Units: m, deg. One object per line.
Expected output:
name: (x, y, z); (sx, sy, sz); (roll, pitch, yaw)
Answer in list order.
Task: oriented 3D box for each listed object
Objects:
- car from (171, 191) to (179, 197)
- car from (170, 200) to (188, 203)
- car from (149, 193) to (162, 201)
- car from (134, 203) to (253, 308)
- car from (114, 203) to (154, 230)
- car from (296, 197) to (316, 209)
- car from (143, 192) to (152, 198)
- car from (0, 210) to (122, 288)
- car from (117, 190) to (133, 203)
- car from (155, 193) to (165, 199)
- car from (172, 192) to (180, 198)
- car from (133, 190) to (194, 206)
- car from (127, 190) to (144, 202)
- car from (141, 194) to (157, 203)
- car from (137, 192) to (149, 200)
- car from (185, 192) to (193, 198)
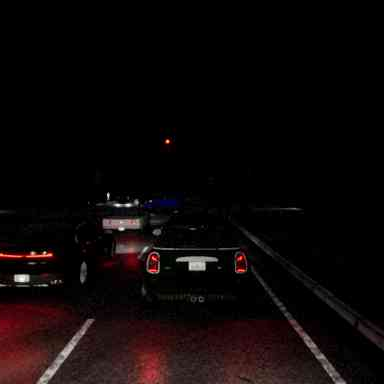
car: (-4.937, 0.538, 95.504); (1.837, 1.490, 4.892); (0, 1, -7)
car: (0.057, 1.387, 17.237); (2.128, 1.511, 4.902); (0, 1, 1)
car: (-7.185, 1.003, 66.035); (2.033, 1.411, 5.357); (0, 1, 1)
car: (0.087, 1.322, 8.041); (2.097, 1.767, 4.553); (0, 0, 0)
car: (-3.439, 1.486, 18.413); (1.895, 1.301, 4.718); (0, 1, 0)
car: (14.474, 1.266, 39.261); (4.181, 1.385, 1.994); (0, 1, -4)
car: (-11.085, 0.746, 83.705); (1.812, 1.442, 4.674); (0, 1, -2)
car: (-3.417, 1.468, 9.092); (1.837, 1.490, 4.892); (0, 0, 0)
car: (-10.707, 0.927, 53.818); (2.097, 1.767, 4.553); (0, 1, 0)
car: (-7.318, 0.867, 76.462); (2.033, 1.411, 5.357); (0, 1, -1)
car: (-4.158, 0.678, 85.345); (1.882, 1.535, 5.008); (0, 1, -4)
car: (-2.853, 0.968, 34.143); (5.566, 2.045, 2.150); (-1, 0, -43)
car: (-10.694, 0.707, 63.259); (2.150, 2.045, 5.566); (0, 1, 0)
car: (-7.211, 1.103, 55.967); (2.033, 1.411, 5.357); (0, 1, 0)
car: (-10.747, 0.892, 73.484); (2.128, 1.511, 4.902); (0, 1, -1)
car: (-0.698, 0.704, 86.045); (1.812, 1.442, 4.674); (0, 1, -4)
